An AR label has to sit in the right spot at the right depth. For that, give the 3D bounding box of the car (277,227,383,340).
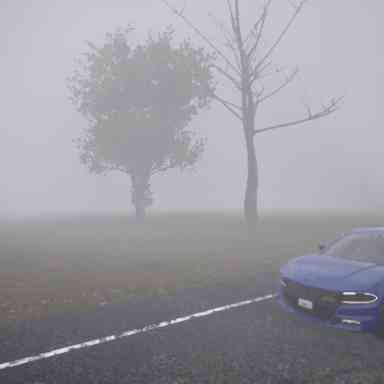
[{"bbox_3d":[3.832,1.477,6.642,5.008,1.535,1.882,0,0,-35],"label":"car"}]
